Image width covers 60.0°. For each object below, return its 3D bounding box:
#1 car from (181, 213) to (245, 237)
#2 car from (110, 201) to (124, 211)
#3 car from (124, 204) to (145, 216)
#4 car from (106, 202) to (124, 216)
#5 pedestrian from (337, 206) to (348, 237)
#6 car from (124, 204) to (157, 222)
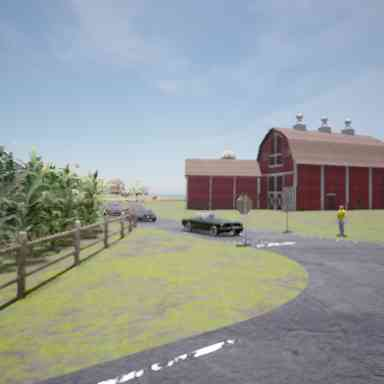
[{"bbox_3d":[1.225,1.984,21.000,1.895,1.301,4.718,1,-2,-30],"label":"car"},{"bbox_3d":[-14.326,2.612,63.220,2.097,1.767,4.553,1,-1,-17],"label":"car"},{"bbox_3d":[-8.011,2.425,45.984,1.837,1.490,4.892,1,-2,-23],"label":"car"},{"bbox_3d":[-10.157,2.189,43.574,2.097,1.767,4.553,1,-1,-23],"label":"car"},{"bbox_3d":[8.876,1.692,19.665,0.375,1.860,0.375,0,0,-32],"label":"pedestrian"},{"bbox_3d":[-4.933,2.177,32.320,1.994,1.385,4.181,1,-2,-26],"label":"car"}]
